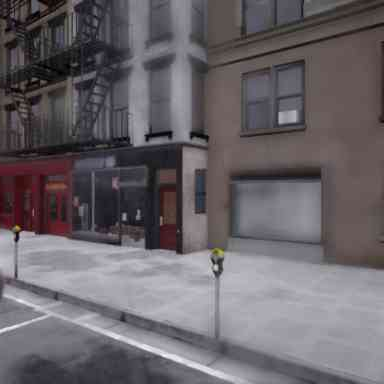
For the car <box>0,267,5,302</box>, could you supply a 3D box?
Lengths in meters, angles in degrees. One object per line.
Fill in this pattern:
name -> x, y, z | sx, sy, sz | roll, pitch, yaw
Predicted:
car -> -5.309, 1.579, 6.597 | 4.206, 1.307, 1.802 | 0, 0, 36
